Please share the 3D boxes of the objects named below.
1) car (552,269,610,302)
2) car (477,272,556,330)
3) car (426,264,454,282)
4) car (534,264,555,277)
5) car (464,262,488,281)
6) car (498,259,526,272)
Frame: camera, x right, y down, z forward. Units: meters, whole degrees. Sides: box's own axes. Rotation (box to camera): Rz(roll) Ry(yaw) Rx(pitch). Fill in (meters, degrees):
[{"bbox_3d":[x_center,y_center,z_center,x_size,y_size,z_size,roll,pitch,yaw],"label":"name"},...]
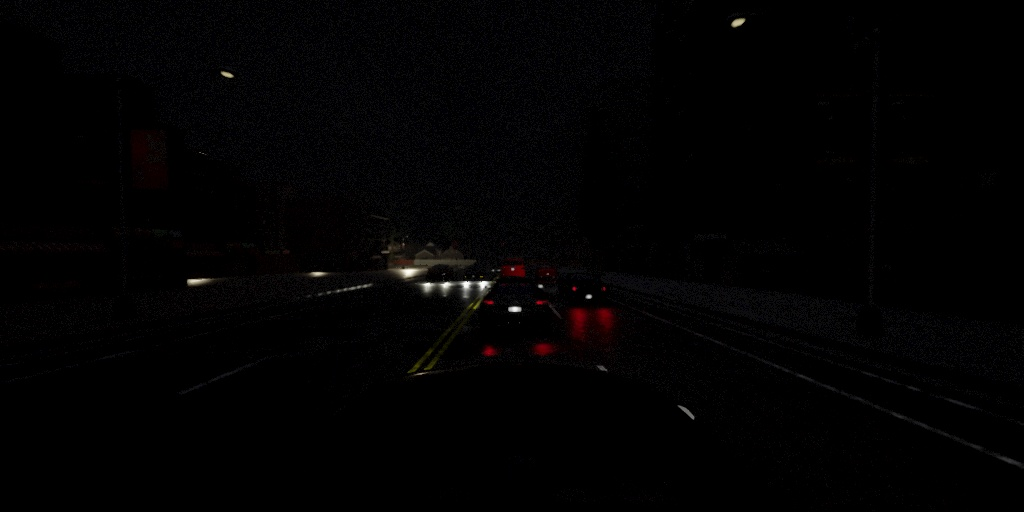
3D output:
[{"bbox_3d":[3.337,1.484,17.789,1.895,1.301,4.718,0,-1,0],"label":"car"},{"bbox_3d":[0.080,1.388,11.436,1.994,1.385,4.181,0,0,0],"label":"car"},{"bbox_3d":[-6.618,1.523,33.389,1.882,1.535,5.008,0,-1,0],"label":"car"},{"bbox_3d":[3.325,1.551,35.836,1.882,1.535,5.008,0,-1,0],"label":"car"},{"bbox_3d":[-3.368,1.554,33.777,1.837,1.490,4.892,0,-1,0],"label":"car"},{"bbox_3d":[0.077,1.267,33.431,2.150,2.045,5.566,0,-1,0],"label":"car"}]
